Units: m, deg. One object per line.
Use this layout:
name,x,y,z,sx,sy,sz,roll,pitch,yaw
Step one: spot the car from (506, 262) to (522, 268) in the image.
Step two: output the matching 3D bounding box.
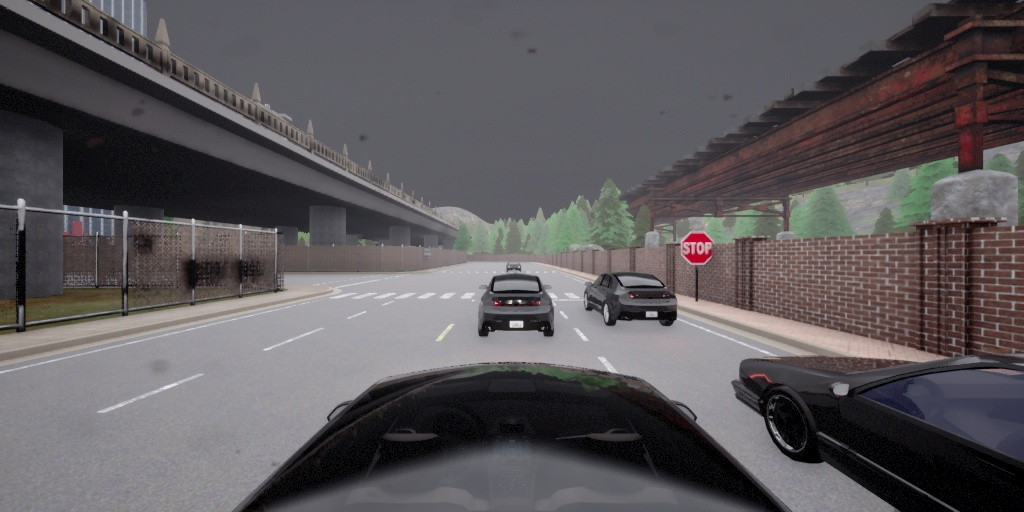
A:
car,0.218,1.351,45.468,1.895,1.301,4.718,0,0,-1

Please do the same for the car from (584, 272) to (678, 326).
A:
car,3.605,1.255,11.651,1.837,1.490,4.892,0,0,0

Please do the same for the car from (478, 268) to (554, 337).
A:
car,0.103,1.255,10.293,1.837,1.490,4.892,0,0,0

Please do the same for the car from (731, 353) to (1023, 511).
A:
car,3.600,1.297,1.904,2.033,1.411,5.357,0,0,0
